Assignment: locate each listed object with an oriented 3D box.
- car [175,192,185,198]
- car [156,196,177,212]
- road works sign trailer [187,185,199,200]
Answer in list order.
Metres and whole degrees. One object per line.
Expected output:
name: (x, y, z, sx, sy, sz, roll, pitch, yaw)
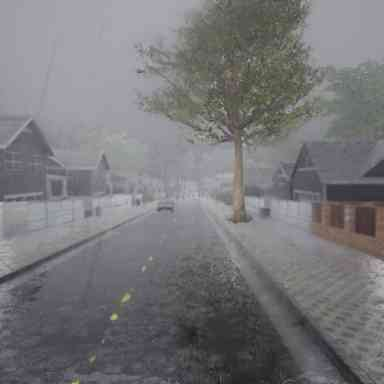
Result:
car: (-2.739, 0.873, 78.506, 2.150, 2.045, 5.566, 0, 0, 0)
car: (-2.840, 1.454, 37.077, 2.033, 1.411, 5.357, 0, 0, 0)
road works sign trailer: (0.398, 0.191, 80.539, 2.380, 3.560, 2.880, 1, -2, -6)
